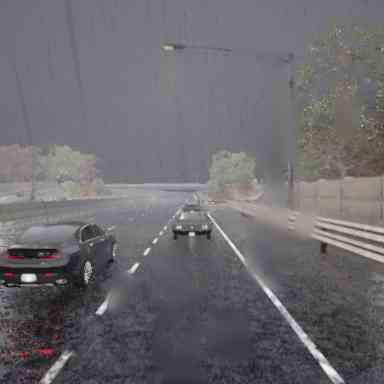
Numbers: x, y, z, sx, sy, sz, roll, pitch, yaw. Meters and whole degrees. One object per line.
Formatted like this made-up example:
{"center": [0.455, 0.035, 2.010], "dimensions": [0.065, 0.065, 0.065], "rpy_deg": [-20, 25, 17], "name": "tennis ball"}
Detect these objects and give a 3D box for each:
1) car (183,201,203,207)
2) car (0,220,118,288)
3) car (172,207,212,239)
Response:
{"center": [0.110, 1.682, 35.274], "dimensions": [1.837, 1.490, 4.892], "rpy_deg": [0, 0, 2], "name": "car"}
{"center": [-3.397, 1.550, 9.342], "dimensions": [1.837, 1.490, 4.892], "rpy_deg": [0, 0, 0], "name": "car"}
{"center": [0.003, 1.688, 17.758], "dimensions": [1.895, 1.301, 4.718], "rpy_deg": [0, 0, 0], "name": "car"}
